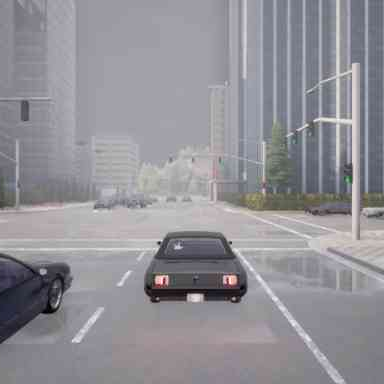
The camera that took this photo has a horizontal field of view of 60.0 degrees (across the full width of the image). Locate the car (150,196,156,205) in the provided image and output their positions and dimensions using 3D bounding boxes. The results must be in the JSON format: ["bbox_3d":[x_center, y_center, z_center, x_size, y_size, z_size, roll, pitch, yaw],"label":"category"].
[{"bbox_3d":[-8.039,1.351,57.918,2.097,1.767,4.553,0,0,-1],"label":"car"}]

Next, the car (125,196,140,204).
[{"bbox_3d":[-11.606,1.491,65.429,2.128,1.511,4.902,0,0,0],"label":"car"}]

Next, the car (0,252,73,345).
[{"bbox_3d":[-3.435,1.547,4.558,2.033,1.411,5.357,0,0,0],"label":"car"}]

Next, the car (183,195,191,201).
[{"bbox_3d":[-1.367,1.538,84.774,2.033,1.411,5.357,0,0,-1],"label":"car"}]

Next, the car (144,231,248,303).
[{"bbox_3d":[0.069,1.601,8.153,1.895,1.301,4.718,0,0,0],"label":"car"}]

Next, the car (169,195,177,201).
[{"bbox_3d":[-4.867,1.522,84.706,1.812,1.442,4.674,0,0,-1],"label":"car"}]

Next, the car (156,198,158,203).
[{"bbox_3d":[-8.113,1.562,67.965,1.994,1.385,4.181,0,0,0],"label":"car"}]

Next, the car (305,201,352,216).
[{"bbox_3d":[13.590,1.547,31.559,5.357,1.411,2.033,0,0,-3],"label":"car"}]

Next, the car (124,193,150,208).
[{"bbox_3d":[-7.911,1.220,48.169,2.150,2.045,5.566,0,0,-1],"label":"car"}]

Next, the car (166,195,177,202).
[{"bbox_3d":[-4.702,1.499,74.538,1.837,1.490,4.892,0,0,-1],"label":"car"}]

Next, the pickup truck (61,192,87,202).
[{"bbox_3d":[-24.753,1.057,69.215,2.390,2.098,6.274,0,0,30],"label":"pickup truck"}]

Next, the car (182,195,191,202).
[{"bbox_3d":[-1.212,1.552,74.999,1.994,1.385,4.181,0,0,-1],"label":"car"}]

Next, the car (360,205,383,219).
[{"bbox_3d":[16.945,1.600,28.051,4.718,1.301,1.895,0,0,0],"label":"car"}]

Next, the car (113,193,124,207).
[{"bbox_3d":[-11.467,1.220,52.655,2.150,2.045,5.566,0,0,-1],"label":"car"}]

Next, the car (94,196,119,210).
[{"bbox_3d":[-11.332,1.563,43.322,1.994,1.385,4.181,0,0,-1],"label":"car"}]
